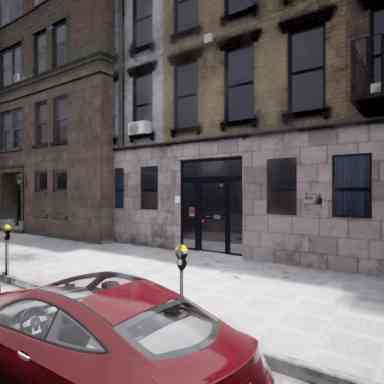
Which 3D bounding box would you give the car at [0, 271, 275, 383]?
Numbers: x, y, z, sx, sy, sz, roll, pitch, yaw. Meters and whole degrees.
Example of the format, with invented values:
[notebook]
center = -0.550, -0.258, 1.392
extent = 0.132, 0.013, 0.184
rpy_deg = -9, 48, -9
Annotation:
[car]
center = -1.213, 1.582, 3.684
extent = 4.206, 1.307, 1.802
rpy_deg = 0, 0, 36
